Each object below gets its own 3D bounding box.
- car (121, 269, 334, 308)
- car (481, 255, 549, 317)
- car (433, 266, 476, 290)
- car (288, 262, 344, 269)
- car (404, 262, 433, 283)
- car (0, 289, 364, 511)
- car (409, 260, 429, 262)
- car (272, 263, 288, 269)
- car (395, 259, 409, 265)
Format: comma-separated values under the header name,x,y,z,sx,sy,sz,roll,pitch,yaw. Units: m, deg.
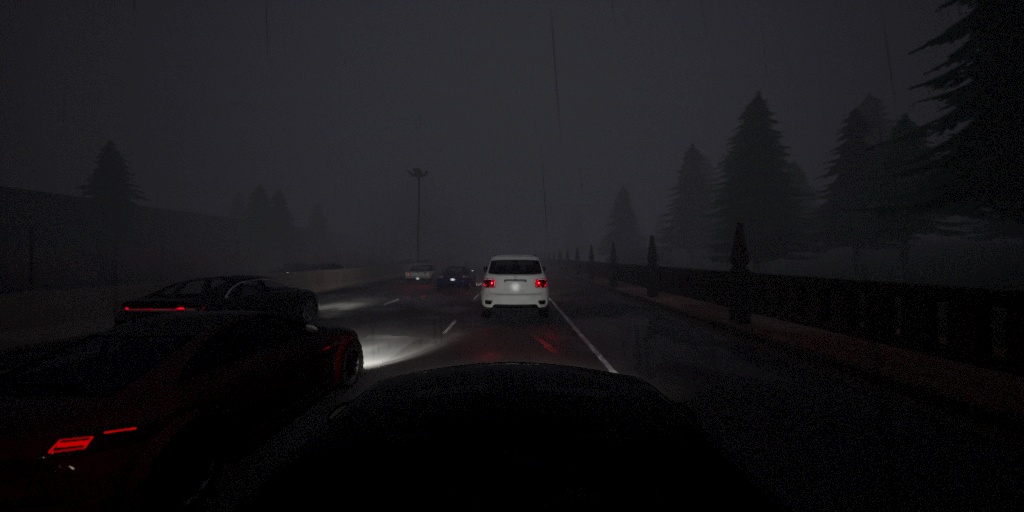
name,x,y,z,sx,sy,sz,roll,pitch,yaw
car,-6.902,1.246,9.148,2.128,1.511,4.902,0,0,0
car,0.101,0.978,13.264,2.150,2.045,5.566,0,0,0
car,-3.399,1.326,22.565,1.994,1.385,4.181,0,0,0
car,-14.097,1.270,26.699,1.837,1.490,4.892,0,0,0
car,-6.899,1.367,28.457,1.895,1.301,4.718,0,0,0
car,-3.405,1.315,4.178,1.994,1.385,4.181,0,0,0
car,-14.017,1.329,56.298,2.033,1.411,5.357,0,0,1
car,-17.596,1.257,28.991,2.128,1.511,4.902,0,0,0
car,-17.499,1.329,58.618,2.033,1.411,5.357,0,0,0
